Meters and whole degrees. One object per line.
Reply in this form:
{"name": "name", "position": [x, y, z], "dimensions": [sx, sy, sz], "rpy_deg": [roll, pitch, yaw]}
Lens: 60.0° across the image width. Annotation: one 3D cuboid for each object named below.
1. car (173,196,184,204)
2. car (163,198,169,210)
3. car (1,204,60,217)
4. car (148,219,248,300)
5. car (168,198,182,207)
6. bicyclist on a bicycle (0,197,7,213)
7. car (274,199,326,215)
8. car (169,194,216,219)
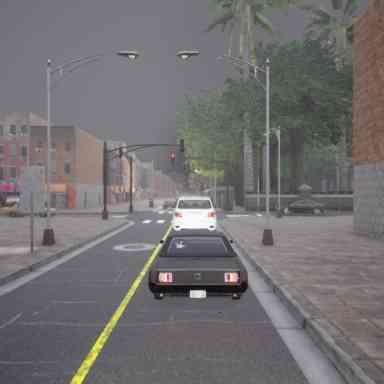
{"name": "car", "position": [-2.667, 1.542, 67.640], "dimensions": [1.882, 1.535, 5.008], "rpy_deg": [0, 0, 1]}
{"name": "car", "position": [-2.777, 1.563, 44.588], "dimensions": [1.812, 1.442, 4.674], "rpy_deg": [0, 0, 0]}
{"name": "car", "position": [-14.394, 1.571, 29.710], "dimensions": [4.829, 1.417, 1.752], "rpy_deg": [0, 0, 0]}
{"name": "car", "position": [0.114, 1.603, 8.371], "dimensions": [1.895, 1.301, 4.718], "rpy_deg": [0, 0, 0]}
{"name": "car", "position": [-2.753, 1.650, 54.876], "dimensions": [1.895, 1.301, 4.718], "rpy_deg": [0, 0, 0]}
{"name": "bicyclist on a bicycle", "position": [-20.087, 1.372, 35.359], "dimensions": [0.582, 1.620, 1.656], "rpy_deg": [0, 0, 0]}
{"name": "car", "position": [10.478, 1.497, 32.475], "dimensions": [4.892, 1.490, 1.837], "rpy_deg": [0, 0, 1]}
{"name": "car", "position": [0.134, 1.230, 18.136], "dimensions": [2.150, 2.045, 5.566], "rpy_deg": [0, 0, 0]}
